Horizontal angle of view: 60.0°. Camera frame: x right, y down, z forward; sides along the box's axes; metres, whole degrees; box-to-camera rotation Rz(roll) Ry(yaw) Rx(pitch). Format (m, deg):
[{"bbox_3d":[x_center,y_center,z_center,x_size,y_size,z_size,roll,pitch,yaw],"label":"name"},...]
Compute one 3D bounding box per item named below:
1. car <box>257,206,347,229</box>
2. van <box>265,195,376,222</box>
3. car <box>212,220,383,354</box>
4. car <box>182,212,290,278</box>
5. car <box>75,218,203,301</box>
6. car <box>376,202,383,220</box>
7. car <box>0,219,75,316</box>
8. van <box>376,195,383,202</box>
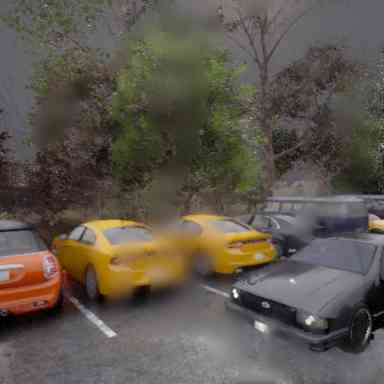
[{"bbox_3d":[2.470,1.422,11.819,2.231,1.521,4.892,0,0,-36],"label":"car"},{"bbox_3d":[4.651,1.176,13.528,1.878,1.987,4.442,0,0,-36],"label":"van"},{"bbox_3d":[3.154,1.506,6.245,5.357,1.411,2.033,0,0,-36],"label":"car"},{"bbox_3d":[0.215,1.439,10.210,2.097,1.535,5.008,0,0,-36],"label":"car"},{"bbox_3d":[-2.142,1.459,8.527,2.097,1.535,5.008,0,0,-36],"label":"car"},{"bbox_3d":[7.083,1.381,14.894,1.946,1.575,5.366,0,0,-36],"label":"car"},{"bbox_3d":[-4.280,1.351,6.968,2.185,1.767,4.553,0,0,-36],"label":"car"},{"bbox_3d":[9.295,1.139,16.557,1.878,1.987,4.442,0,0,-36],"label":"van"}]
